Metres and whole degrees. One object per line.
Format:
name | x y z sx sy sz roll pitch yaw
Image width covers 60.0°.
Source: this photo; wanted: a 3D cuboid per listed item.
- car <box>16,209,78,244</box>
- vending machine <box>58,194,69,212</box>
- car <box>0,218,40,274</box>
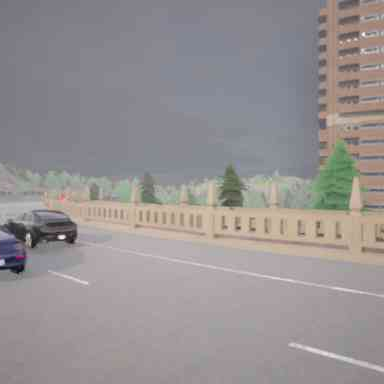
car | -6.889 1.542 14.958 1.837 1.490 4.892 0 0 -45
vending machine | -15.167 1.295 39.327 1.100 2.100 0.880 0 0 -27
car | -6.363 1.545 9.576 4.674 1.442 1.812 0 0 43
